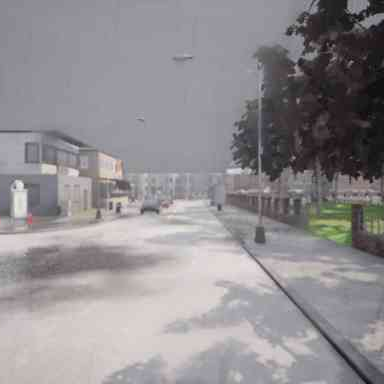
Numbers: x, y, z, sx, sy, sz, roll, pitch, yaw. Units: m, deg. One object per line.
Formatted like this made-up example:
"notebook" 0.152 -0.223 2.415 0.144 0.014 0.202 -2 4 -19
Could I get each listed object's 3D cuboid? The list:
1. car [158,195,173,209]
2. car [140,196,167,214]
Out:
"car" -4.039 1.232 44.064 2.097 1.767 4.553 0 0 0
"car" -4.057 1.456 33.963 2.033 1.411 5.357 0 0 0
